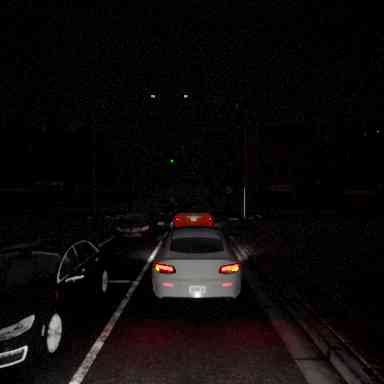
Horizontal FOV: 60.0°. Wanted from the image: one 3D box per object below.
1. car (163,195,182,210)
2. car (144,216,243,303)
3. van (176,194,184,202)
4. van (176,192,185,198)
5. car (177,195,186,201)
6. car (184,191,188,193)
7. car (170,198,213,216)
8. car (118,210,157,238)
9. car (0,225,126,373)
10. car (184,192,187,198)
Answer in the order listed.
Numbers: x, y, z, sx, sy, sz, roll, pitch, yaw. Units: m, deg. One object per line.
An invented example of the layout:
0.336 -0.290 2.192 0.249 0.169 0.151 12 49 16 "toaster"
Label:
-2.714 1.542 43.464 1.967 1.590 4.097 -2 0 0 "car"
0.091 1.534 8.085 1.812 1.442 4.674 0 0 0 "car"
-2.749 1.406 76.701 1.690 1.788 3.998 -1 0 0 "van"
-2.738 1.448 65.620 1.690 1.788 3.998 -1 0 0 "van"
-2.755 1.548 87.784 2.008 1.369 4.403 -1 0 0 "car"
-2.764 1.258 93.334 2.192 1.841 5.009 -1 1 0 "car"
0.079 1.378 18.448 2.097 1.767 4.553 0 0 0 "car"
-2.677 1.605 16.687 1.802 1.307 4.206 -2 0 0 "car"
-2.665 1.556 5.793 2.008 1.369 4.403 -2 0 0 "car"
-2.745 1.404 71.164 2.192 1.841 5.009 -1 0 0 "car"
